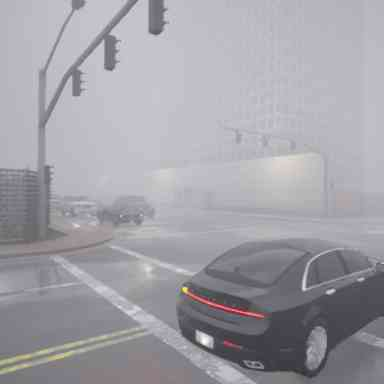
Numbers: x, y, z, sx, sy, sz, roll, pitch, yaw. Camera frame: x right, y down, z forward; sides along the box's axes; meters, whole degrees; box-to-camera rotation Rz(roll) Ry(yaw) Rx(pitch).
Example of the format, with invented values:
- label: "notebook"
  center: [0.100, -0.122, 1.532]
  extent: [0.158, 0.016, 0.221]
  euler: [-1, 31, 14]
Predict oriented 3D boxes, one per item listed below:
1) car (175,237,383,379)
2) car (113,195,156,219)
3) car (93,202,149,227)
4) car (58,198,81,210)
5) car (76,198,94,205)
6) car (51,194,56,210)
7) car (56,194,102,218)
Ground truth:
- label: "car"
  center: [1.948, 1.534, 5.669]
  extent: [4.892, 1.490, 1.837]
  euler: [0, 1, -42]
- label: "car"
  center: [-5.352, 1.299, 29.859]
  extent: [2.150, 2.045, 5.566]
  euler: [1, -1, -35]
- label: "car"
  center: [-5.136, 1.641, 23.459]
  extent: [1.895, 1.301, 4.718]
  euler: [1, 0, -34]
- label: "car"
  center: [-17.104, 1.581, 46.439]
  extent: [1.837, 1.490, 4.892]
  euler: [1, 0, -35]
- label: "car"
  center: [-20.539, 1.751, 63.645]
  extent: [1.895, 1.301, 4.718]
  euler: [1, 0, -35]
- label: "car"
  center: [-16.943, 1.262, 40.149]
  extent: [2.150, 2.045, 5.566]
  euler: [1, 0, -35]
- label: "car"
  center: [-10.748, 1.262, 31.406]
  extent: [2.150, 2.045, 5.566]
  euler: [1, 0, -36]
